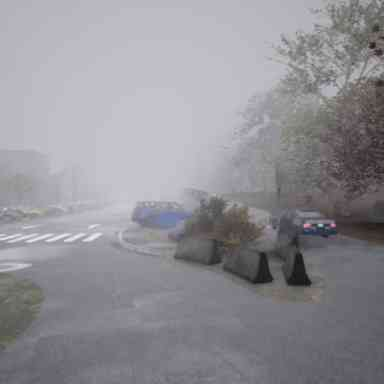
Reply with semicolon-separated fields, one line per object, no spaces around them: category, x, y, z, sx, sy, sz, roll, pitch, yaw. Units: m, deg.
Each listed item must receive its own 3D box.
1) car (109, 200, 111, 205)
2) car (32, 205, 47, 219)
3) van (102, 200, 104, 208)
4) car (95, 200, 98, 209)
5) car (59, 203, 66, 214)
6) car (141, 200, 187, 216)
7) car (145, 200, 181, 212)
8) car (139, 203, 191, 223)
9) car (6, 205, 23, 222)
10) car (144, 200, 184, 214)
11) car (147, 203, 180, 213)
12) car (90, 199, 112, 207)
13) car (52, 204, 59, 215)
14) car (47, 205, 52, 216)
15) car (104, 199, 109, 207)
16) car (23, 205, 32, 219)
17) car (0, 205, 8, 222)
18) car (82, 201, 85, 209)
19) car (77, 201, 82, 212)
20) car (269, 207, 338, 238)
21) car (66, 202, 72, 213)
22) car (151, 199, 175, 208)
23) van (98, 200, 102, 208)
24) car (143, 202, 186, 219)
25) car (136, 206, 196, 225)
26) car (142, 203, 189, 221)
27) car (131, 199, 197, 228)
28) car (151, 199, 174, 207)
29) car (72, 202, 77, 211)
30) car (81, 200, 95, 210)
car;-24.522;2.993;85.639;5.566;2.045;2.435;-1;-1;-25
car;-20.024;2.345;38.570;5.366;1.575;1.946;-1;-1;-25
van;-24.104;2.910;79.676;4.442;1.987;1.878;-1;-1;-25
car;-23.180;2.969;70.895;4.892;1.521;2.231;-1;-1;-25
car;-20.999;2.518;47.314;5.008;1.535;2.097;-1;-1;-25
car;-3.782;2.115;44.869;5.566;2.045;2.435;1;-1;-25
car;-4.901;2.345;56.910;5.566;2.045;2.435;1;-1;-25
car;-2.675;2.011;32.836;4.553;1.767;2.185;1;-2;-25
car;-19.648;2.239;32.592;4.892;1.521;2.231;-1;-1;-25
car;-4.285;2.231;50.915;5.566;2.045;2.435;1;-2;-25
car;-4.608;2.540;53.913;4.892;1.521;2.231;1;-2;-25
car;-25.109;3.104;91.493;5.566;2.045;2.435;-1;-1;-25
car;-20.753;2.492;44.358;4.792;1.488;2.163;-1;-1;-25
car;-20.460;2.407;41.424;4.892;1.521;2.231;-1;-1;-25
car;-24.251;2.938;82.693;5.566;2.045;2.435;-1;-1;-25
car;-19.947;2.169;35.529;4.553;1.767;2.185;-1;-1;-25
car;-19.371;2.221;29.647;4.674;1.452;2.002;-1;-1;-25
car;-22.069;2.773;59.123;4.792;1.488;2.163;-1;-1;-25
car;-21.981;2.686;56.072;5.366;1.575;1.946;-1;-1;-25
car;5.655;1.524;17.664;2.033;1.411;5.357;0;1;-5
car;-21.438;2.574;50.181;5.366;1.575;1.946;-1;-1;-25
car;-7.389;2.858;83.978;5.566;2.045;2.435;1;-1;-25
van;-23.833;2.854;76.730;4.442;1.987;1.878;-1;-1;-25
car;-3.178;2.127;38.879;4.553;1.767;2.185;1;-1;-25
car;-2.362;2.081;29.836;4.892;1.521;2.231;1;-1;-25
car;-2.894;2.069;35.866;4.553;1.767;2.185;1;-1;-25
car;-2.069;1.772;26.851;5.566;2.045;2.435;1;-2;-25
car;-7.630;2.915;87.029;5.566;2.045;2.435;1;-2;-25
car;-21.547;2.631;53.217;5.008;1.535;2.097;-1;-1;-25
car;-22.938;2.787;67.932;4.553;1.767;2.185;-1;-1;-25
